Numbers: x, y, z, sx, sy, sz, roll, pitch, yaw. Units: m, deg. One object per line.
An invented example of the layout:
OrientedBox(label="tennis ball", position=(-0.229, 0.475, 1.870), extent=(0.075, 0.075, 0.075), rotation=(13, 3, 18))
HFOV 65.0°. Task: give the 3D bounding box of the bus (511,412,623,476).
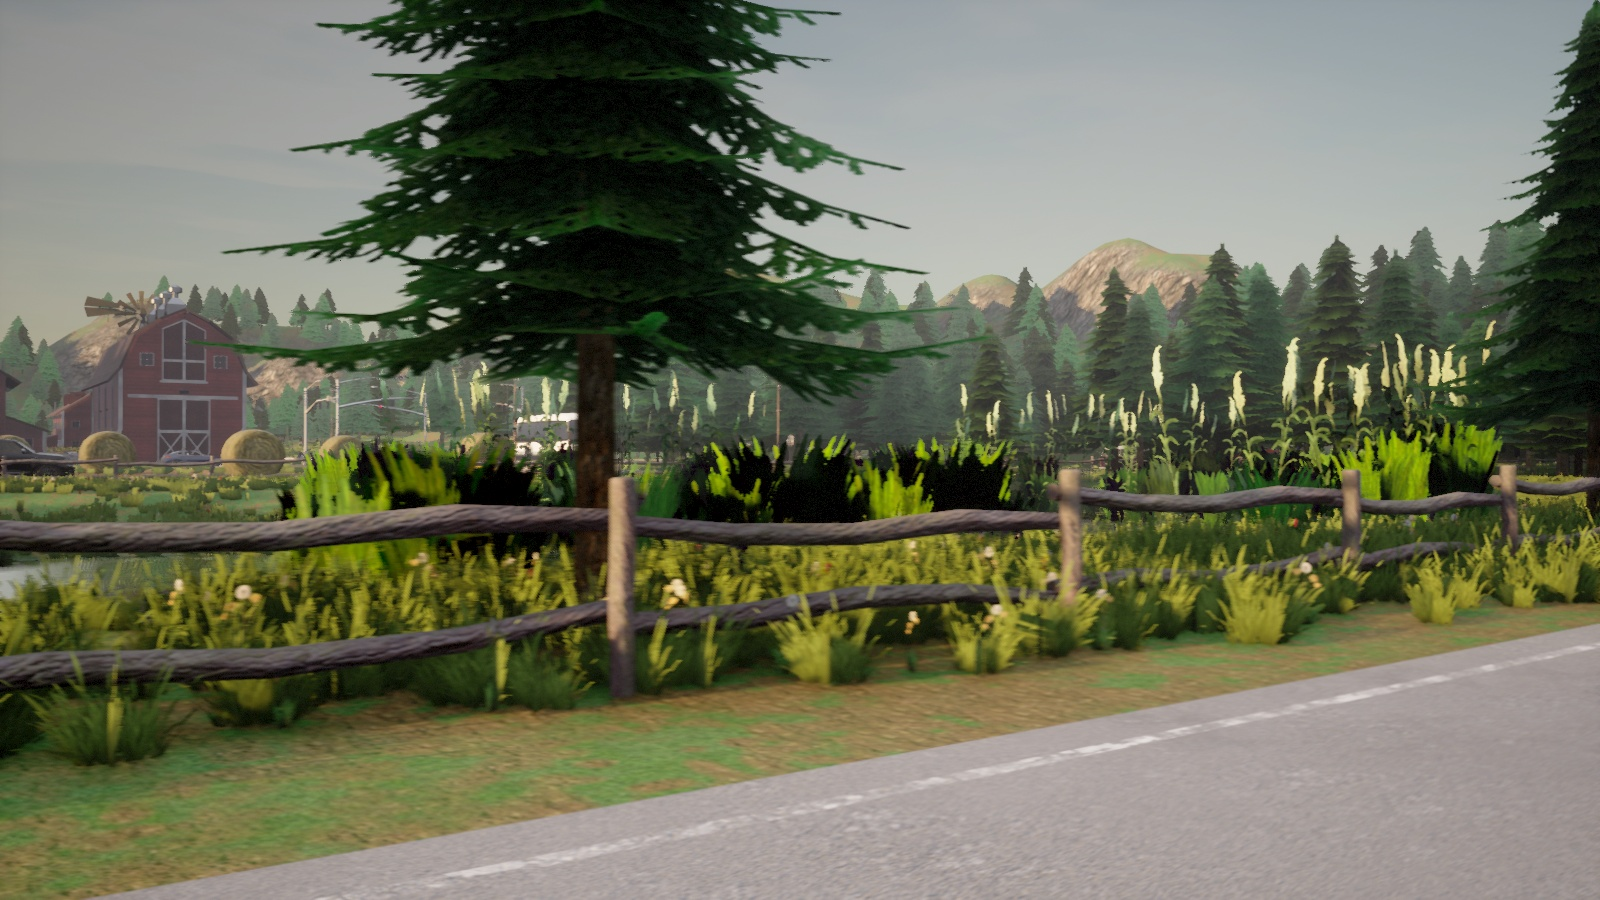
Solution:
OrientedBox(label="bus", position=(-16.531, -0.365, 88.407), extent=(3.944, 4.253, 10.273), rotation=(0, 0, -34))

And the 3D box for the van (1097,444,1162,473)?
OrientedBox(label="van", position=(23.609, 0.623, 89.946), extent=(4.480, 2.038, 2.069), rotation=(0, 0, -33))

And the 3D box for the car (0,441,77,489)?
OrientedBox(label="car", position=(-34.280, 0.645, 53.876), extent=(5.566, 2.045, 2.150), rotation=(0, 0, -32))
